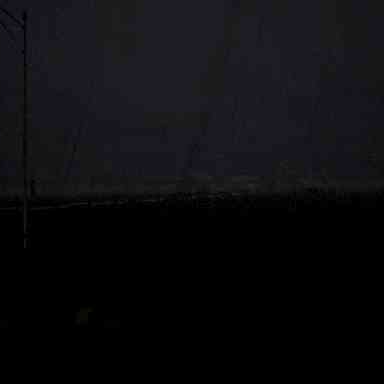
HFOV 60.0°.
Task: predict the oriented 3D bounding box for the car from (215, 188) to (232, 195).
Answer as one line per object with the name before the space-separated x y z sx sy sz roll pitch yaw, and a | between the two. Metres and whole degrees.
car | 6.347 -0.049 66.883 1.812 1.442 4.674 -1 1 35

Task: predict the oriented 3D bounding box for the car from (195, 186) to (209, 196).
car | 1.194 -0.112 64.365 2.150 2.045 5.566 -1 1 35

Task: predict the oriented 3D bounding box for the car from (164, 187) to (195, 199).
car | -2.318 0.355 54.639 2.033 1.411 5.357 -1 1 35
